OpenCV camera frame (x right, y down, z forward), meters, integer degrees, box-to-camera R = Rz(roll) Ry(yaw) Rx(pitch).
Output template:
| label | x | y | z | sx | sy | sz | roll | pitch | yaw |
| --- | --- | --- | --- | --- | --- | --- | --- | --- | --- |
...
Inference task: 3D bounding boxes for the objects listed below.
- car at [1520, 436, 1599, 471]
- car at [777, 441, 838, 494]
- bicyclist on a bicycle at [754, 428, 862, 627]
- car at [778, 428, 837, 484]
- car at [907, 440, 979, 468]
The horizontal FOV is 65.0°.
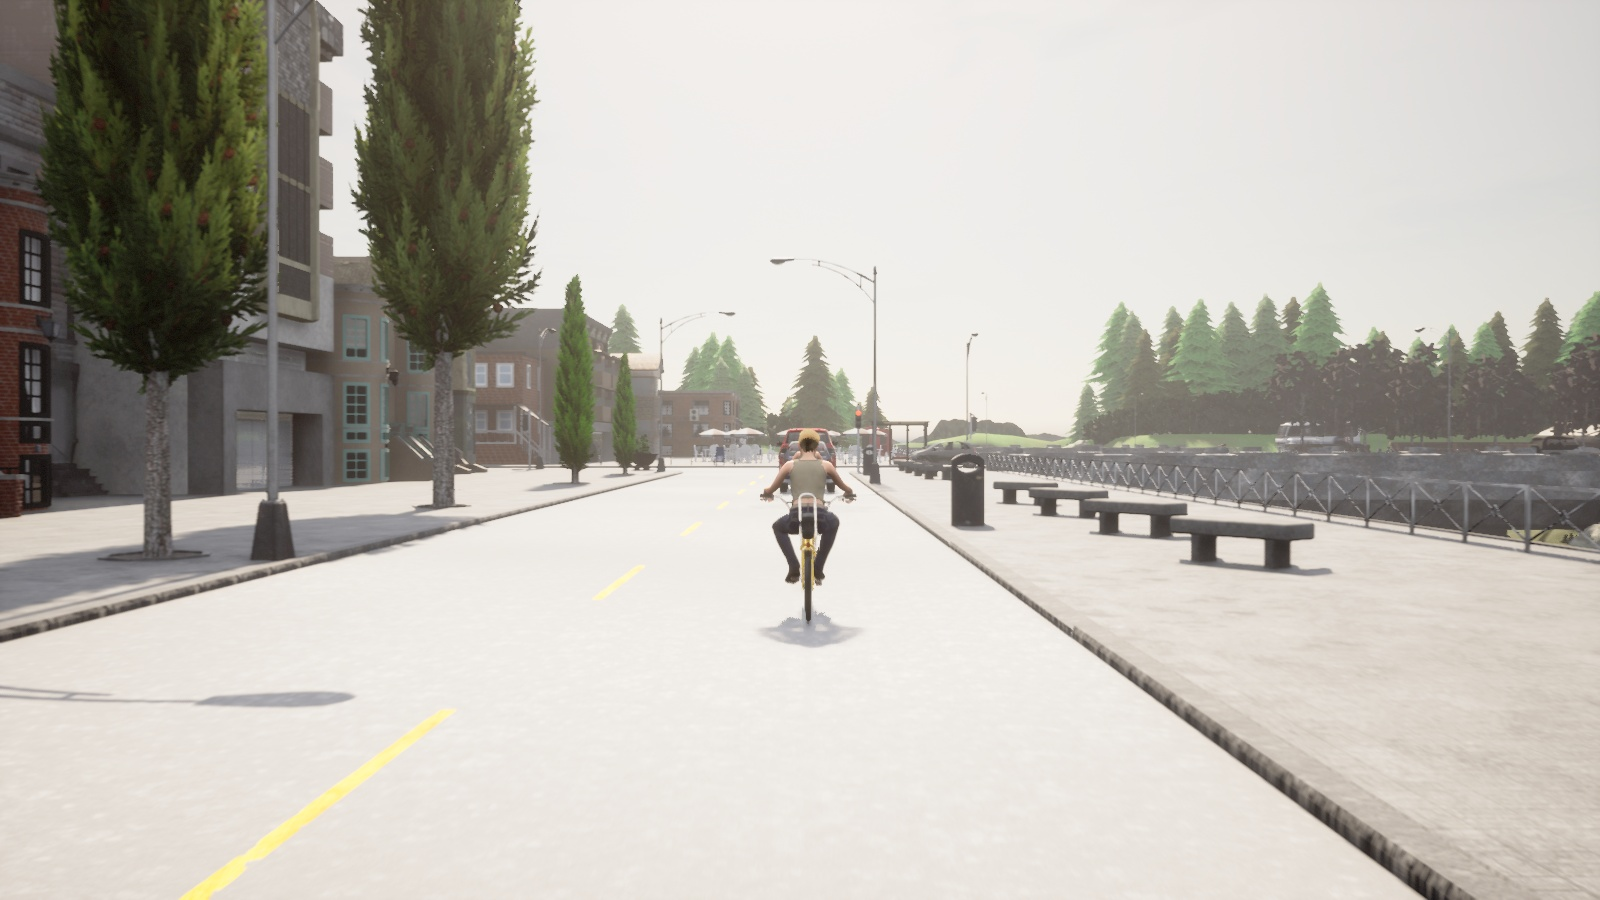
| label | x | y | z | sx | sy | sz | roll | pitch | yaw |
| --- | --- | --- | --- | --- | --- | --- | --- | --- | --- |
| car | 41.949 | 0.188 | 68.834 | 3.866 | 1.878 | 1.905 | 0 | 0 | 0 |
| car | 0.229 | 0.507 | 38.750 | 1.789 | 1.549 | 3.705 | 0 | 0 | 0 |
| bicyclist on a bicycle | 0.071 | 0.622 | 10.900 | 0.866 | 1.612 | 1.509 | 0 | 0 | 1 |
| car | 0.284 | 0.193 | 48.313 | 2.150 | 2.045 | 5.566 | 0 | 0 | 0 |
| car | 8.279 | 0.240 | 73.002 | 3.988 | 1.617 | 1.851 | 0 | 0 | 0 |
